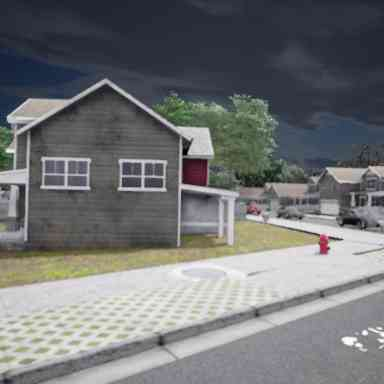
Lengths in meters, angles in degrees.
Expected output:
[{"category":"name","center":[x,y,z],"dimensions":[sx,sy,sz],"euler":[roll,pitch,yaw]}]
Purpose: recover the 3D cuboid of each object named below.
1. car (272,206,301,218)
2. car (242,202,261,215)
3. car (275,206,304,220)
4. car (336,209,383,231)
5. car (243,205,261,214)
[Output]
[{"category":"car","center":[13.283,2.735,47.138],"dimensions":[2.128,1.511,4.902],"euler":[1,-2,-7]},{"category":"car","center":[9.505,2.630,54.224],"dimensions":[2.150,2.045,5.566],"euler":[1,-2,-8]},{"category":"car","center":[11.270,2.429,38.571],"dimensions":[1.837,1.490,4.892],"euler":[1,-2,-6]},{"category":"car","center":[12.463,1.981,24.466],"dimensions":[2.128,1.511,4.902],"euler":[1,-2,-4]},{"category":"car","center":[11.153,3.226,62.299],"dimensions":[1.812,1.442,4.674],"euler":[1,-2,-9]}]
